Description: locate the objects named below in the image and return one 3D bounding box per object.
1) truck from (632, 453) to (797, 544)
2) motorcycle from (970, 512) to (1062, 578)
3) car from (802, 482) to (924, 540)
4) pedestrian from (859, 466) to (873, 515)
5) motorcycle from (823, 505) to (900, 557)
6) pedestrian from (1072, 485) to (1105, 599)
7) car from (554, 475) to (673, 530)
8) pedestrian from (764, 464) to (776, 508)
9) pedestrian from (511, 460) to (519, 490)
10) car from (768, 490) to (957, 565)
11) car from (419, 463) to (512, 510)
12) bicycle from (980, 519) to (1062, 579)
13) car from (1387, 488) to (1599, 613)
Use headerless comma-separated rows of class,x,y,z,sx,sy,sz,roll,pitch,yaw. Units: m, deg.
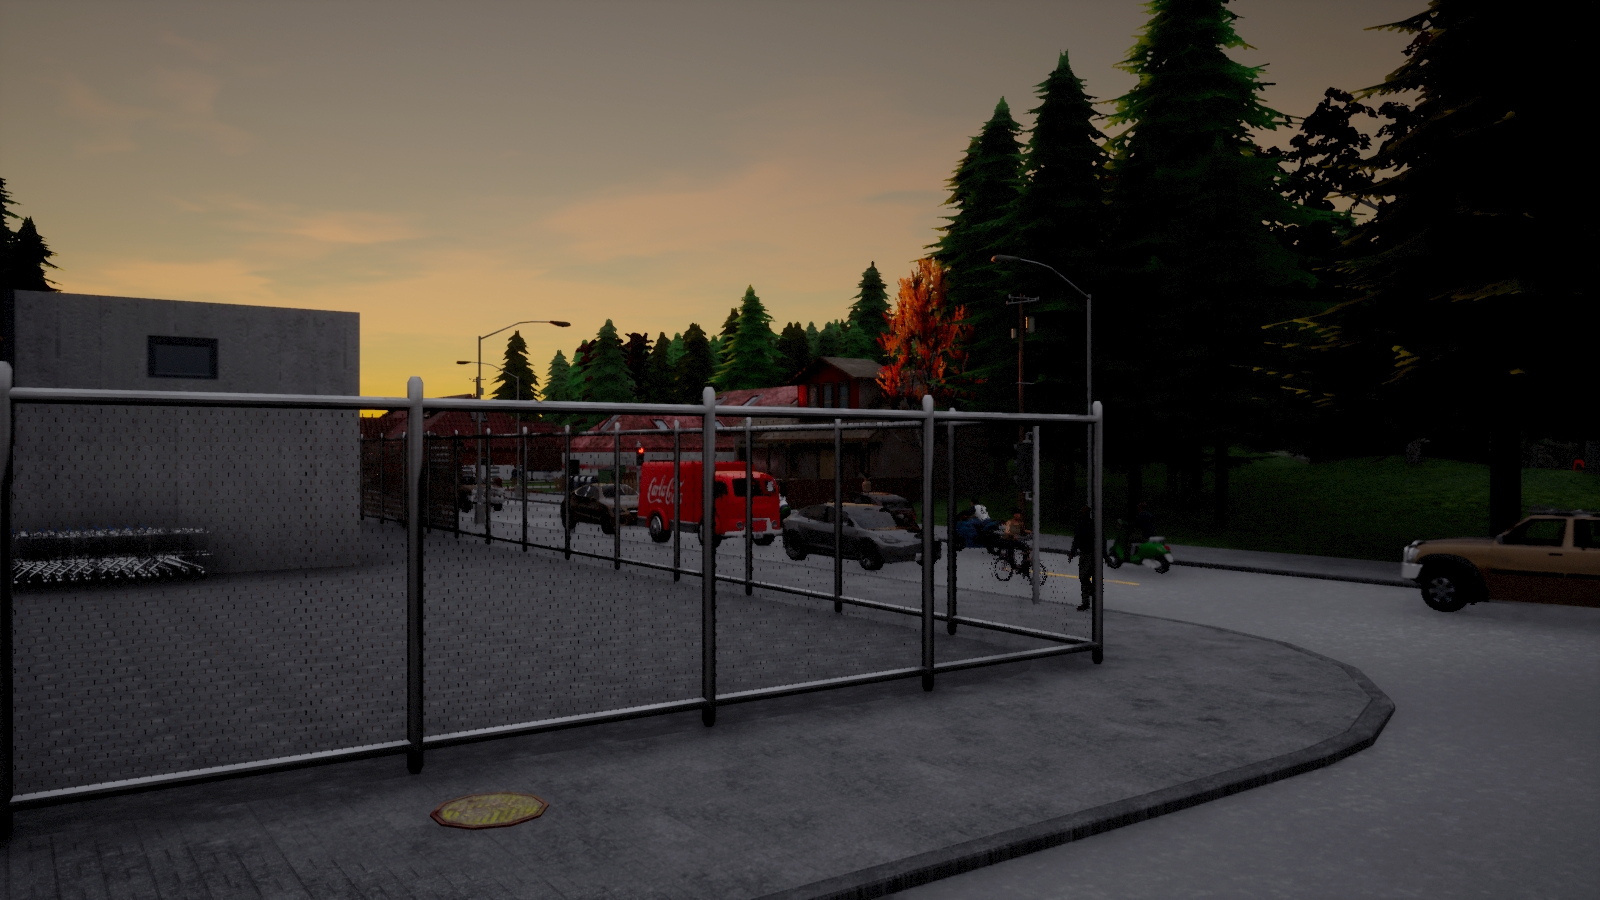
truck,-2.653,1.342,34.158,2.627,2.467,5.204,0,0,-35
motorcycle,4.509,1.959,23.913,0.856,1.236,1.805,0,0,-35
car,1.867,1.802,34.631,1.789,1.549,3.705,0,0,-35
pedestrian,2.501,1.521,43.053,0.375,1.860,0.375,0,0,-33
motorcycle,1.510,1.990,28.456,0.803,1.145,2.033,0,0,-36
pedestrian,4.807,1.515,19.054,0.375,1.860,0.375,0,0,-38
car,-6.576,1.769,39.829,2.152,1.651,5.027,0,0,-35
pedestrian,-1.284,1.520,48.515,0.375,1.860,0.375,0,0,-34
pedestrian,-17.340,1.519,69.513,0.375,1.860,0.375,0,0,11
car,1.439,1.840,28.293,2.163,1.488,4.792,0,0,-35
car,-15.348,1.633,52.305,4.605,1.855,1.932,2,2,42
bicycle,4.583,2.034,23.776,0.859,1.080,1.487,0,1,-35
car,12.662,1.639,19.225,4.605,1.855,1.932,0,0,43
